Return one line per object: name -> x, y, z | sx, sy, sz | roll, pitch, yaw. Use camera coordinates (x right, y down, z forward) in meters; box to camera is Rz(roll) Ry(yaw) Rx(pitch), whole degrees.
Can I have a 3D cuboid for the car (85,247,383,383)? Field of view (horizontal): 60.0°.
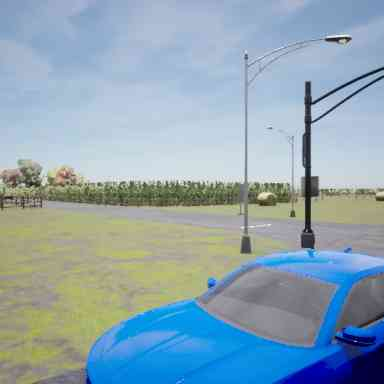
car -> 1.342, 1.481, 3.813 | 5.008, 1.535, 1.882 | 0, 0, -35
